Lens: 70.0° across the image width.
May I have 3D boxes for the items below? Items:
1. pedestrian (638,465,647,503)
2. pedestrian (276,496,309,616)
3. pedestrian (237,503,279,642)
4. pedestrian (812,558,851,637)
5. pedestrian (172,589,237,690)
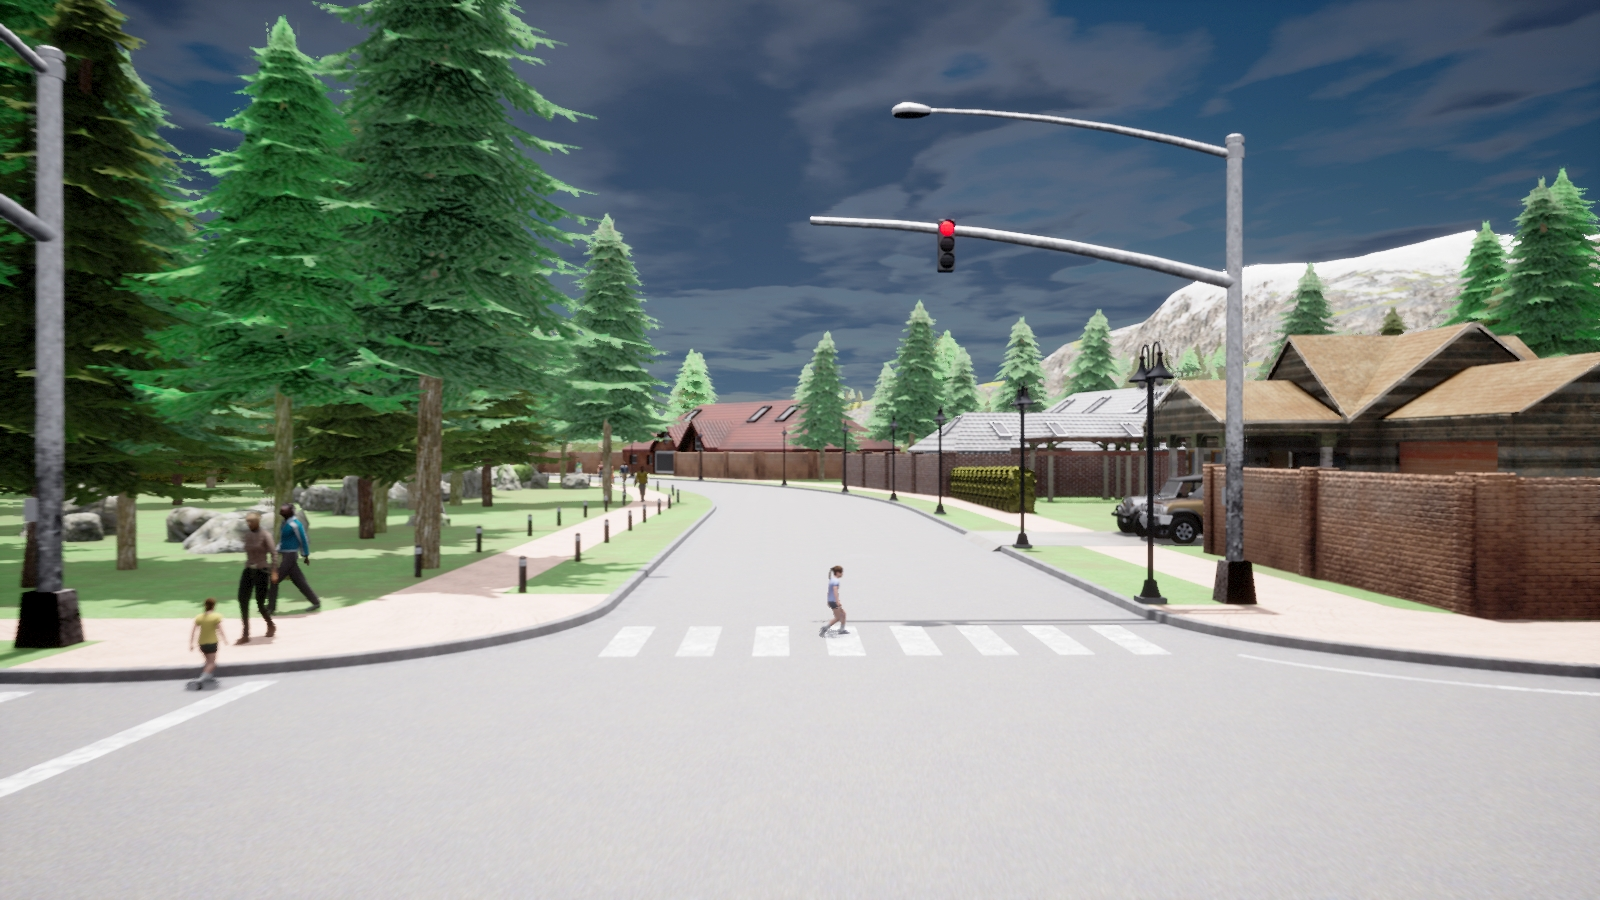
[{"bbox_3d":[-7.683,1.656,55.730,0.375,1.860,0.375,0,0,-11],"label":"pedestrian"},{"bbox_3d":[-8.058,1.673,18.137,0.375,1.860,0.375,0,0,44],"label":"pedestrian"},{"bbox_3d":[-7.445,1.674,15.711,0.375,1.860,0.375,0,0,8],"label":"pedestrian"},{"bbox_3d":[0.468,2.196,17.070,0.500,1.100,0.500,0,0,-7],"label":"pedestrian"},{"bbox_3d":[-6.971,2.207,13.392,0.500,1.100,0.500,0,0,1],"label":"pedestrian"}]
